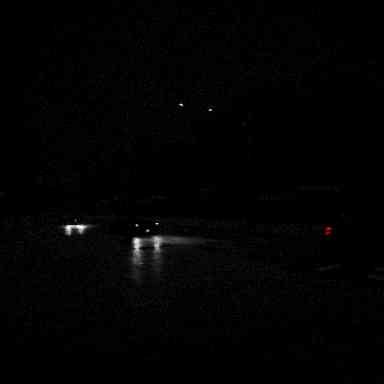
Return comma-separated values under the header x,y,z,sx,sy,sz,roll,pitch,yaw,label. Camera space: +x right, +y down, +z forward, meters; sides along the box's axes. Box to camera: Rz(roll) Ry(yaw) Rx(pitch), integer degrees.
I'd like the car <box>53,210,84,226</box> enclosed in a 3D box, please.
x,y,z,sx,sy,sz,roll,pitch,yaw,label
-13.070,2.831,35.663,1.994,1.385,4.181,0,-2,-35,car

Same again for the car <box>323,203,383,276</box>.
x,y,z,sx,sy,sz,roll,pitch,yaw,label
6.267,1.292,8.686,2.150,2.045,5.566,0,-2,-36,car

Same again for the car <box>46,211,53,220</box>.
x,y,z,sx,sy,sz,roll,pitch,yaw,label
-21.534,3.597,52.478,1.994,1.385,4.181,0,-2,-36,car

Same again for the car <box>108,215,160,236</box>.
x,y,z,sx,sy,sz,roll,pitch,yaw,label
-4.120,2.260,23.154,1.895,1.301,4.718,0,-2,-35,car
